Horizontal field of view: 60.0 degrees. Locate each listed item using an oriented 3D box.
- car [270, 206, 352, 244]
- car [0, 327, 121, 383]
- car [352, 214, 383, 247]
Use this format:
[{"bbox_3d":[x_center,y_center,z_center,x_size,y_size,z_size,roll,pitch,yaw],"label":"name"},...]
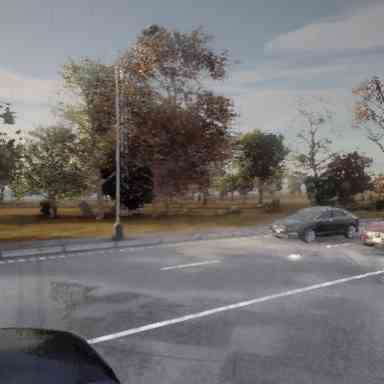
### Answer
[{"bbox_3d":[5.890,1.477,15.803,4.892,1.490,1.837,0,0,-30],"label":"car"},{"bbox_3d":[-2.421,1.552,1.870,4.181,1.385,1.994,0,0,-36],"label":"car"},{"bbox_3d":[8.885,1.513,13.492,4.674,1.442,1.812,0,0,-30],"label":"car"}]
